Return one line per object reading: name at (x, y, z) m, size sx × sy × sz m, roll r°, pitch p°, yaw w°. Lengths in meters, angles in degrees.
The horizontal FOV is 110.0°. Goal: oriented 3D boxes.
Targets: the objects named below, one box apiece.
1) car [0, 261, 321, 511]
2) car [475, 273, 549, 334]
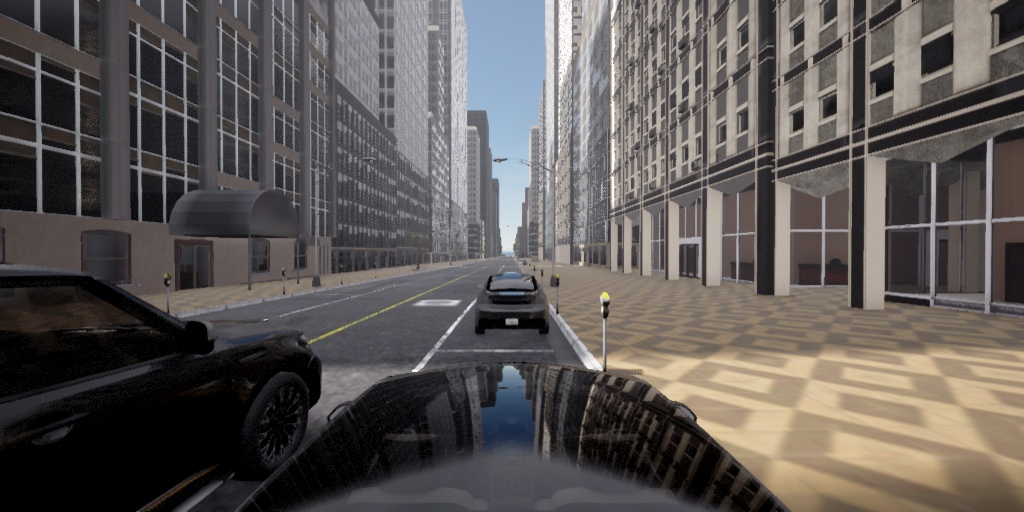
car at (-3.146, 0.980, 1.529) m, size 2.150 × 2.045 × 5.566 m, roll 0°, pitch 0°, yaw 0°
car at (-0.001, 1.240, 10.501) m, size 1.837 × 1.490 × 4.892 m, roll 0°, pitch 0°, yaw 0°
